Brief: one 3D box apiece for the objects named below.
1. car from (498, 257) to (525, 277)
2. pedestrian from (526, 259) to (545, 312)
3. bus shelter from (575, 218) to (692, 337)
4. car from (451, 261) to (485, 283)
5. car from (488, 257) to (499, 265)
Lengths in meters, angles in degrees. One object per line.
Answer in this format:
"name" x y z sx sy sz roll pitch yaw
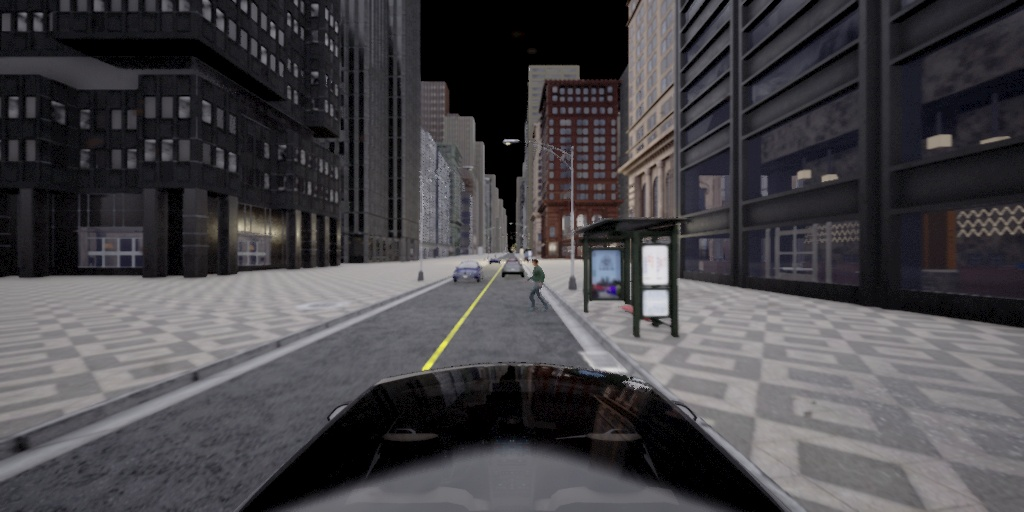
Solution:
"car" 0.092 1.079 31.958 1.994 1.385 4.181 0 1 0
"pedestrian" 0.806 0.965 12.163 0.375 1.860 0.375 1 0 -10
"bus shelter" 3.138 0.564 10.012 1.920 2.740 3.880 0 0 0
"car" -3.081 1.089 25.951 1.812 1.442 4.674 0 0 0
"car" -3.010 0.847 62.076 1.895 1.301 4.718 0 1 1
